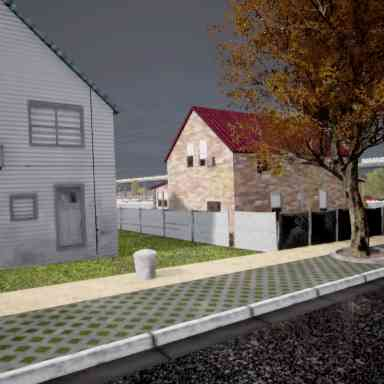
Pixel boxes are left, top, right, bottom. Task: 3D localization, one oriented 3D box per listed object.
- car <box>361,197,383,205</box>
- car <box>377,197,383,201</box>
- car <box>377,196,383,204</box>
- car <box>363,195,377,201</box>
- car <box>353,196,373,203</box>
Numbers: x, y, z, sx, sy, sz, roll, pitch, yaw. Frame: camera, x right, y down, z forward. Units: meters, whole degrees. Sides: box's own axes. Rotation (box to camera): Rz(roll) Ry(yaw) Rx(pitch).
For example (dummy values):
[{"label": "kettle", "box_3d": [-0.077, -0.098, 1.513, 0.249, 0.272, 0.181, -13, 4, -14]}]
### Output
[{"label": "car", "box_3d": [35.181, 1.738, 64.561, 2.128, 1.511, 4.902, -2, 0, 0]}, {"label": "car", "box_3d": [28.435, 1.655, 46.275, 2.097, 1.767, 4.553, -2, 0, 1]}, {"label": "car", "box_3d": [38.426, 1.623, 64.529, 2.128, 1.511, 4.902, -2, 0, 0]}, {"label": "car", "box_3d": [31.891, 1.526, 61.427, 2.150, 2.045, 5.566, -2, -1, 1]}, {"label": "car", "box_3d": [38.507, 1.583, 74.956, 1.837, 1.490, 4.892, -2, 0, 0]}]
